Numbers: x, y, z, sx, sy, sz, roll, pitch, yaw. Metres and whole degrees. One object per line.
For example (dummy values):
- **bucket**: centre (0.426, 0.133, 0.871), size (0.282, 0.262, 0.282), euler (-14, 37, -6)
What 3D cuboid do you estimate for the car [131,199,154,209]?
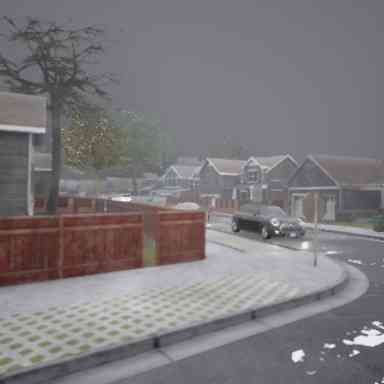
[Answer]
- **car**: centre (-7.474, 1.686, 49.368), size (1.895, 1.301, 4.718), euler (1, 0, -28)

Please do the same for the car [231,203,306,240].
- **car**: centre (3.996, 1.460, 17.957), size (2.097, 1.767, 4.553), euler (1, 0, -22)

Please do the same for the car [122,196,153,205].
- **car**: centre (-6.610, 1.600, 41.378), size (2.033, 1.411, 5.357), euler (1, 0, -27)

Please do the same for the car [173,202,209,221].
- **car**: centre (-0.256, 1.611, 27.893), size (1.812, 1.442, 4.674), euler (1, 0, -24)

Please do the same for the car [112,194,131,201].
- **car**: centre (-12.247, 1.283, 58.048), size (2.150, 2.045, 5.566), euler (1, 0, -30)
